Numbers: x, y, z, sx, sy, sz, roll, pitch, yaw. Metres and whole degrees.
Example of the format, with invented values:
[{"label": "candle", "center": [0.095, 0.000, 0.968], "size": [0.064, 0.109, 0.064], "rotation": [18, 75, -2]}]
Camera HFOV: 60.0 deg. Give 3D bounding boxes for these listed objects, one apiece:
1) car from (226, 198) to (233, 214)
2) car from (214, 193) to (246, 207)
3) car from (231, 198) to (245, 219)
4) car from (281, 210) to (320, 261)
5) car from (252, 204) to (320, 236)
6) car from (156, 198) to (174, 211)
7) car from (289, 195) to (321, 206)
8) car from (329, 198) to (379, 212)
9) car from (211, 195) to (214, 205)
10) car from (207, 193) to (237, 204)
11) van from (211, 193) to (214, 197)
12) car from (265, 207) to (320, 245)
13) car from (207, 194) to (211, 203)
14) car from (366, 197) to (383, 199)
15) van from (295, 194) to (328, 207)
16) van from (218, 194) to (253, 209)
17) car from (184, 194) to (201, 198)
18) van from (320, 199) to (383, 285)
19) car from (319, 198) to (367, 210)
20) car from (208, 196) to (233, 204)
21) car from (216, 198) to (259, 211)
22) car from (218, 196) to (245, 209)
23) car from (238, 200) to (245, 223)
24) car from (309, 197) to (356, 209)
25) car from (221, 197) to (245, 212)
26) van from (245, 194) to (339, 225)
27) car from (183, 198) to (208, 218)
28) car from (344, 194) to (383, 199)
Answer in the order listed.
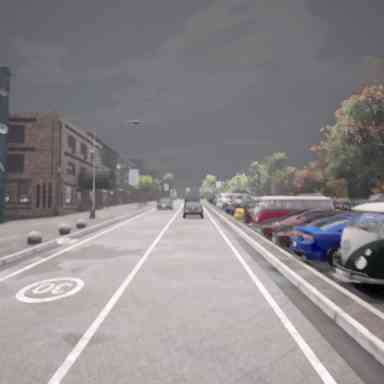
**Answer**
[{"label": "car", "center": [5.626, 1.450, 27.135], "size": [5.008, 1.535, 2.097], "rotation": [0, 0, 0]}, {"label": "car", "center": [5.647, 1.213, 38.348], "size": [5.566, 2.045, 2.435], "rotation": [0, 0, 0]}, {"label": "car", "center": [5.820, 1.449, 24.335], "size": [5.366, 1.575, 1.946], "rotation": [0, 0, 0]}, {"label": "car", "center": [5.645, 1.466, 10.318], "size": [5.008, 1.535, 2.097], "rotation": [0, 0, 0]}, {"label": "car", "center": [5.615, 1.490, 15.925], "size": [4.792, 1.488, 2.163], "rotation": [0, 0, 0]}, {"label": "car", "center": [-3.329, 1.496, 41.611], "size": [2.128, 1.511, 4.902], "rotation": [0, 0, 0]}, {"label": "car", "center": [18.655, 1.380, 55.206], "size": [4.553, 1.767, 2.185], "rotation": [0, 0, 0]}, {"label": "car", "center": [18.668, 1.495, 38.496], "size": [4.792, 1.488, 2.163], "rotation": [0, 0, 0]}, {"label": "car", "center": [5.604, 1.484, 46.757], "size": [4.892, 1.521, 2.231], "rotation": [0, 0, 0]}, {"label": "car", "center": [5.639, 1.297, 63.577], "size": [5.566, 2.045, 2.435], "rotation": [0, 0, 0]}, {"label": "van", "center": [5.492, 1.264, 49.562], "size": [4.442, 1.987, 1.878], "rotation": [0, 0, 0]}, {"label": "car", "center": [5.618, 1.493, 13.121], "size": [4.792, 1.488, 2.163], "rotation": [0, 0, 0]}, {"label": "car", "center": [5.635, 1.254, 55.167], "size": [5.566, 2.045, 2.435], "rotation": [0, 0, 0]}, {"label": "car", "center": [18.702, 1.453, 30.142], "size": [5.008, 1.535, 2.097], "rotation": [0, 0, 0]}, {"label": "van", "center": [18.803, 1.270, 52.426], "size": [4.442, 1.987, 1.878], "rotation": [0, 0, 0]}, {"label": "van", "center": [5.728, 1.251, 43.955], "size": [4.442, 1.987, 1.878], "rotation": [0, 0, 0]}, {"label": "car", "center": [0.028, 1.241, 46.229], "size": [2.150, 2.045, 5.566], "rotation": [0, 0, 0]}, {"label": "van", "center": [5.537, 1.243, 7.515], "size": [4.442, 1.987, 1.878], "rotation": [0, 0, 0]}, {"label": "car", "center": [18.689, 1.472, 41.281], "size": [5.008, 1.535, 2.097], "rotation": [0, 0, 0]}, {"label": "car", "center": [5.607, 1.571, 66.376], "size": [4.892, 1.521, 2.231], "rotation": [0, 0, 0]}, {"label": "car", "center": [5.610, 1.470, 41.151], "size": [5.008, 1.535, 2.097], "rotation": [0, 0, 0]}, {"label": "car", "center": [5.617, 1.459, 35.540], "size": [4.892, 1.521, 2.231], "rotation": [0, 0, 0]}, {"label": "car", "center": [5.667, 1.484, 21.531], "size": [4.792, 1.488, 2.163], "rotation": [0, 0, 0]}, {"label": "car", "center": [18.506, 1.475, 44.068], "size": [5.366, 1.575, 1.946], "rotation": [0, 0, 0]}, {"label": "car", "center": [5.595, 1.483, 32.742], "size": [4.792, 1.488, 2.163], "rotation": [0, 0, 0]}, {"label": "van", "center": [5.524, 1.232, 18.728], "size": [4.442, 1.987, 1.878], "rotation": [0, 0, 0]}, {"label": "car", "center": [0.105, 1.531, 30.448], "size": [2.033, 1.411, 5.357], "rotation": [0, 0, 0]}, {"label": "car", "center": [18.676, 1.204, 32.929], "size": [5.566, 2.045, 2.435], "rotation": [0, 0, 0]}]
